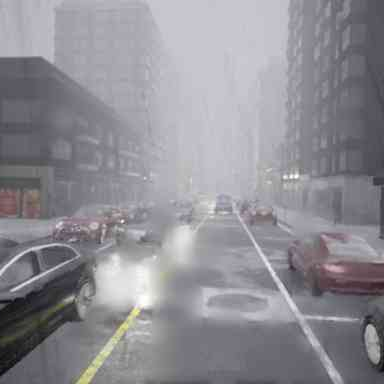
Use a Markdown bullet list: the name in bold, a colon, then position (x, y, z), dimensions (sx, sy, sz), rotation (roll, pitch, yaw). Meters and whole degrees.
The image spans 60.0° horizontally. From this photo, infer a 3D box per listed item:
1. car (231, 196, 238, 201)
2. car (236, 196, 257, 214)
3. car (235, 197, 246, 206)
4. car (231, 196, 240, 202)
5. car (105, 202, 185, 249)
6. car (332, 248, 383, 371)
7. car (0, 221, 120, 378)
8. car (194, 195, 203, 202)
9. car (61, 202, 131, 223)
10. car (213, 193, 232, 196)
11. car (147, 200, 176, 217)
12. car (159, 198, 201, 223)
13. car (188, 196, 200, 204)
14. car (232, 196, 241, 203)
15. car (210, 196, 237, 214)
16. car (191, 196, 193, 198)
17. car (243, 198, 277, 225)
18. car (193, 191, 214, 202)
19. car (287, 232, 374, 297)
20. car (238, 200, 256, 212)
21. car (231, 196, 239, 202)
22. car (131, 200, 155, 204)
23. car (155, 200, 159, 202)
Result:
- **car**: position (11.591, 1.769, 90.994), dimensions (1.802, 1.307, 4.206), rotation (1, 0, 6)
- **car**: position (6.245, 1.427, 35.960), dimensions (2.192, 1.841, 5.009), rotation (1, 0, 6)
- **car**: position (8.398, 1.670, 58.143), dimensions (1.752, 1.417, 4.829), rotation (1, 0, 6)
- **car**: position (10.522, 1.724, 79.987), dimensions (2.008, 1.369, 4.403), rotation (1, 0, 6)
- **car**: position (-1.814, 1.429, 14.543), dimensions (2.128, 1.511, 4.902), rotation (1, 0, 6)
- **car**: position (3.031, 1.620, 2.941), dimensions (2.008, 1.369, 4.403), rotation (1, 0, 6)
- **car**: position (-2.808, 1.417, 4.332), dimensions (2.128, 1.511, 4.902), rotation (1, 0, 6)
- **car**: position (1.503, 1.503, 75.301), dimensions (1.887, 1.381, 4.507), rotation (1, 0, 6)
- **car**: position (-4.382, 1.314, 14.749), dimensions (1.967, 1.590, 4.097), rotation (1, 0, 6)
- **car**: position (4.759, 1.286, 49.477), dimensions (2.150, 2.045, 5.566), rotation (1, 0, 6)
- **car**: position (-2.779, 1.461, 31.262), dimensions (1.947, 1.339, 4.313), rotation (1, 0, 6)
- **car**: position (-0.802, 1.442, 24.862), dimensions (2.128, 1.511, 4.902), rotation (1, 0, 6)
- **car**: position (0.432, 1.509, 64.291), dimensions (1.947, 1.339, 4.313), rotation (1, 0, 6)
- **car**: position (9.987, 1.711, 74.484), dimensions (1.887, 1.381, 4.507), rotation (1, 0, 6)
- **car**: position (3.454, 1.535, 36.042), dimensions (2.128, 1.511, 4.902), rotation (1, 0, 6)
- **car**: position (-0.638, 1.479, 53.282), dimensions (2.008, 1.369, 4.403), rotation (1, 0, 6)
- **car**: position (5.172, 1.537, 24.954), dimensions (1.967, 1.590, 4.097), rotation (1, 0, 6)
- **car**: position (1.863, 0.831, 51.178), dimensions (2.150, 2.045, 5.566), rotation (1, 0, 6)
- **car**: position (3.566, 1.658, 8.444), dimensions (1.802, 1.307, 4.206), rotation (1, 0, 6)
- **car**: position (6.776, 1.686, 41.464), dimensions (1.947, 1.339, 4.313), rotation (1, 0, 6)
- **car**: position (11.057, 1.746, 85.491), dimensions (1.947, 1.339, 4.313), rotation (1, 0, 6)
- **car**: position (-3.847, 1.321, 20.254), dimensions (1.967, 1.590, 4.097), rotation (1, 0, 6)
- **car**: position (-3.312, 1.328, 25.758), dimensions (1.967, 1.590, 4.097), rotation (1, 0, 6)
